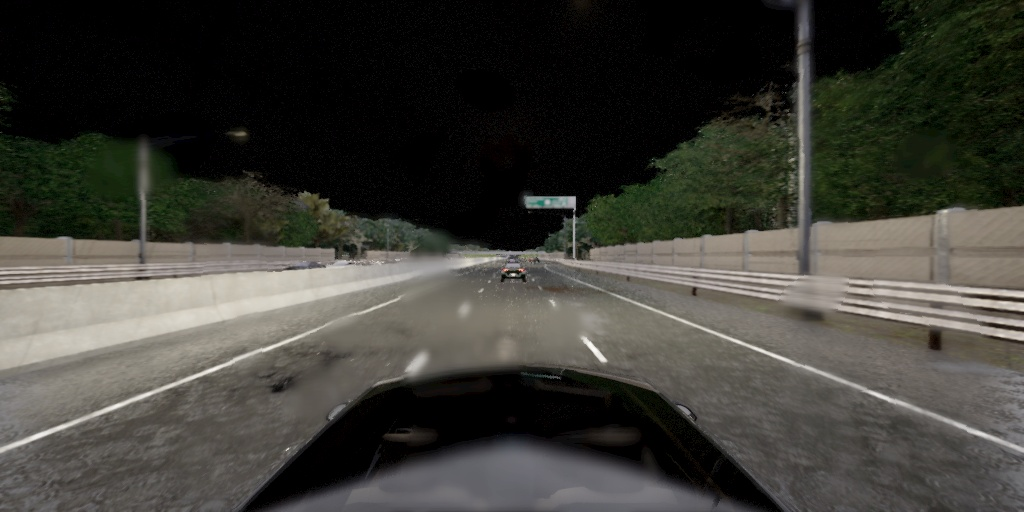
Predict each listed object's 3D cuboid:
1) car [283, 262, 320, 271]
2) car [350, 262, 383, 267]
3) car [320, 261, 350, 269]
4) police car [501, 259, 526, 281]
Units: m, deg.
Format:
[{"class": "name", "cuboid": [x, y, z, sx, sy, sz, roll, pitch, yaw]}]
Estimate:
[{"class": "car", "cuboid": [-21.060, 1.281, 36.832, 2.033, 1.411, 5.357, 0, 0, 1]}, {"class": "car", "cuboid": [-14.077, 1.335, 36.092, 1.895, 1.301, 4.718, 0, 0, 0]}, {"class": "car", "cuboid": [-17.564, 1.260, 37.247, 1.812, 1.442, 4.674, 0, 0, 0]}, {"class": "police car", "cuboid": [0.101, 1.244, 29.799, 2.038, 1.542, 4.974, 0, 0, 0]}]
